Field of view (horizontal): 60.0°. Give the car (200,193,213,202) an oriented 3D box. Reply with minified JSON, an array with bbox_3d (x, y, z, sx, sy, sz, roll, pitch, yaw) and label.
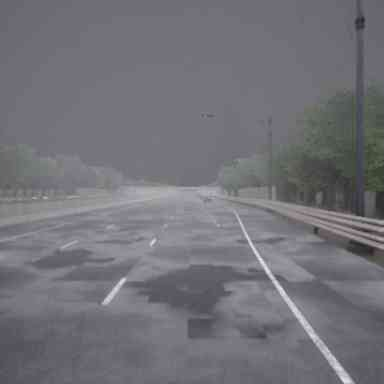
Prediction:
[{"bbox_3d":[3.504,1.618,78.073,1.895,1.301,4.718,0,0,0],"label":"car"}]
